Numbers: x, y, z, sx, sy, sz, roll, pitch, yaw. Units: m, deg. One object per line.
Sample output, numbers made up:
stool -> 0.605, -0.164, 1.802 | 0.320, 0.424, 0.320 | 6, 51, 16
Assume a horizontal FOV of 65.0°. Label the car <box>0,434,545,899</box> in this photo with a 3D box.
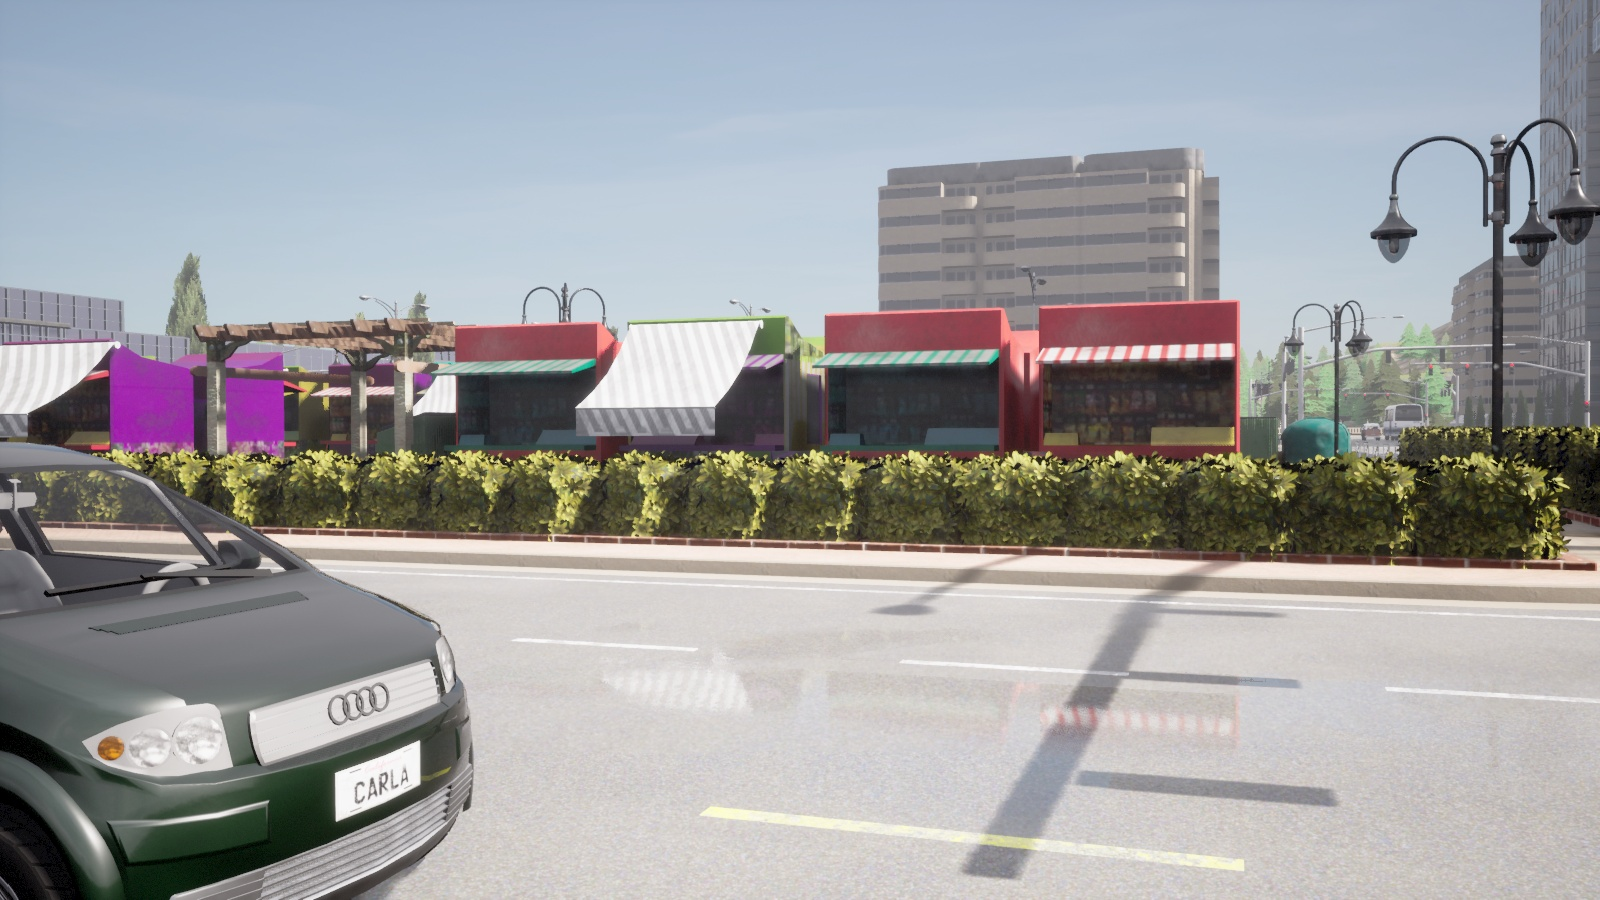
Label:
car -> -2.942, 0.727, 4.181 | 3.705, 1.549, 1.789 | 0, 1, 19
